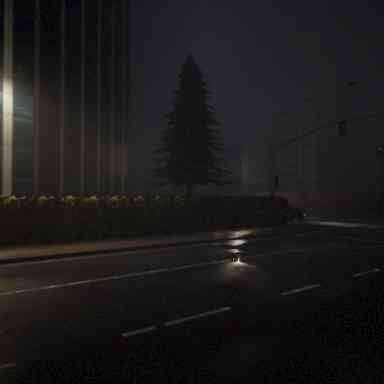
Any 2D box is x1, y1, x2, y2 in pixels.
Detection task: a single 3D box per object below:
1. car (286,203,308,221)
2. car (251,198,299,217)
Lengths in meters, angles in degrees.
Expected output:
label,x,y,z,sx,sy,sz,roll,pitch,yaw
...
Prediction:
label,x,y,z,sx,sy,sz,roll,pitch,yaw
car,7.993,1.683,29.729,2.128,1.511,4.902,1,0,-35
car,8.628,1.572,34.921,2.097,1.767,4.553,1,0,-35
